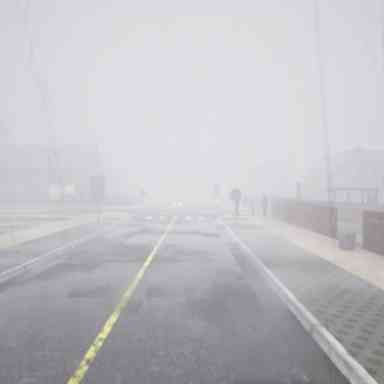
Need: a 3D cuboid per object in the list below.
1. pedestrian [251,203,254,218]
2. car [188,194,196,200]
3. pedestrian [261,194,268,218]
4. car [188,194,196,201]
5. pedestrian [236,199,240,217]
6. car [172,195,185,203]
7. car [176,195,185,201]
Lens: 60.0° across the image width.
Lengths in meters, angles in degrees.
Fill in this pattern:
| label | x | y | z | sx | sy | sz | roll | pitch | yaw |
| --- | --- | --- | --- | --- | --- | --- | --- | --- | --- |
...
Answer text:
| label | x | y | z | sx | sy | sz | roll | pitch | yaw |
| --- | --- | --- | --- | --- | --- | --- | --- | --- | --- |
| pedestrian | 4.513 | 1.372 | 24.700 | 0.500 | 1.100 | 0.500 | -1 | 1 | 0 |
| car | 0.010 | 1.215 | 86.528 | 1.837 | 1.490 | 4.892 | 0 | 0 | 0 |
| pedestrian | 5.513 | 1.009 | 25.294 | 0.375 | 1.860 | 0.375 | -1 | 1 | 0 |
| car | 0.009 | 1.383 | 76.519 | 1.994 | 1.385 | 4.181 | 0 | 0 | 0 |
| pedestrian | 3.513 | 0.997 | 25.894 | 0.375 | 1.860 | 0.375 | -1 | 1 | 0 |
| car | -2.763 | 1.295 | 64.110 | 2.128 | 1.511 | 4.902 | 0 | 0 | 0 |
| car | -2.740 | 1.365 | 79.349 | 1.812 | 1.442 | 4.674 | 0 | 0 | 0 |
